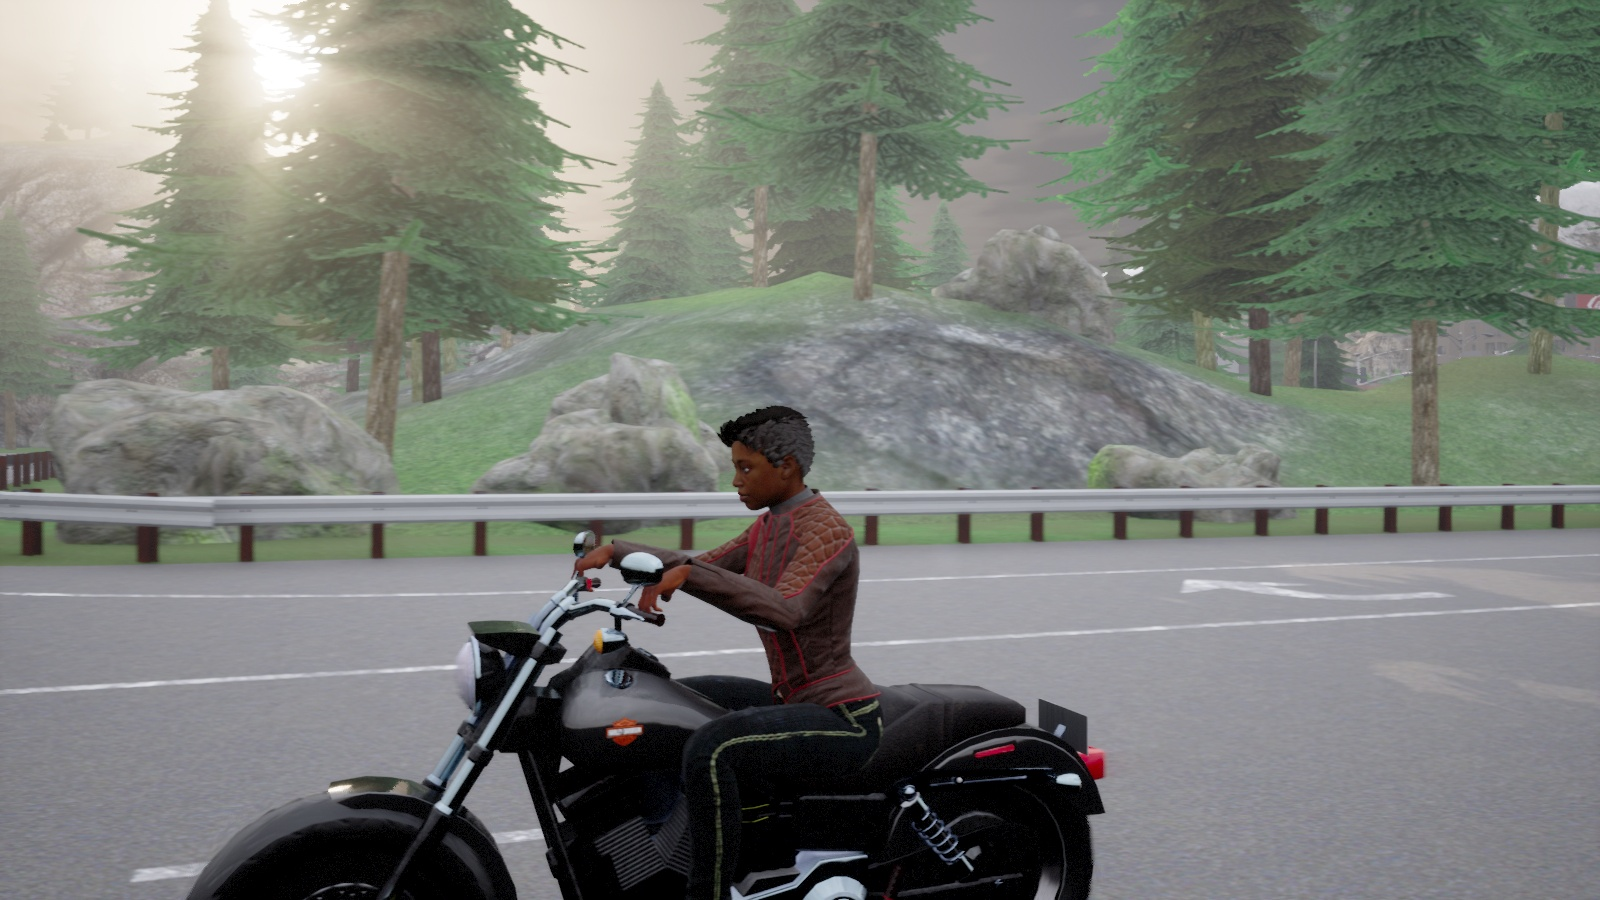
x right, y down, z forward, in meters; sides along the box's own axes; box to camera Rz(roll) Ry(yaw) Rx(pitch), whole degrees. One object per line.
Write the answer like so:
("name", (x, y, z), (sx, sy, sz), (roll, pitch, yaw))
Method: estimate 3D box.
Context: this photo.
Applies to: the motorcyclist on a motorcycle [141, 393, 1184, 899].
("motorcyclist on a motorcycle", (-0.260, 0.700, 3.140), (2.350, 1.649, 0.766), (-1, 1, -21))
